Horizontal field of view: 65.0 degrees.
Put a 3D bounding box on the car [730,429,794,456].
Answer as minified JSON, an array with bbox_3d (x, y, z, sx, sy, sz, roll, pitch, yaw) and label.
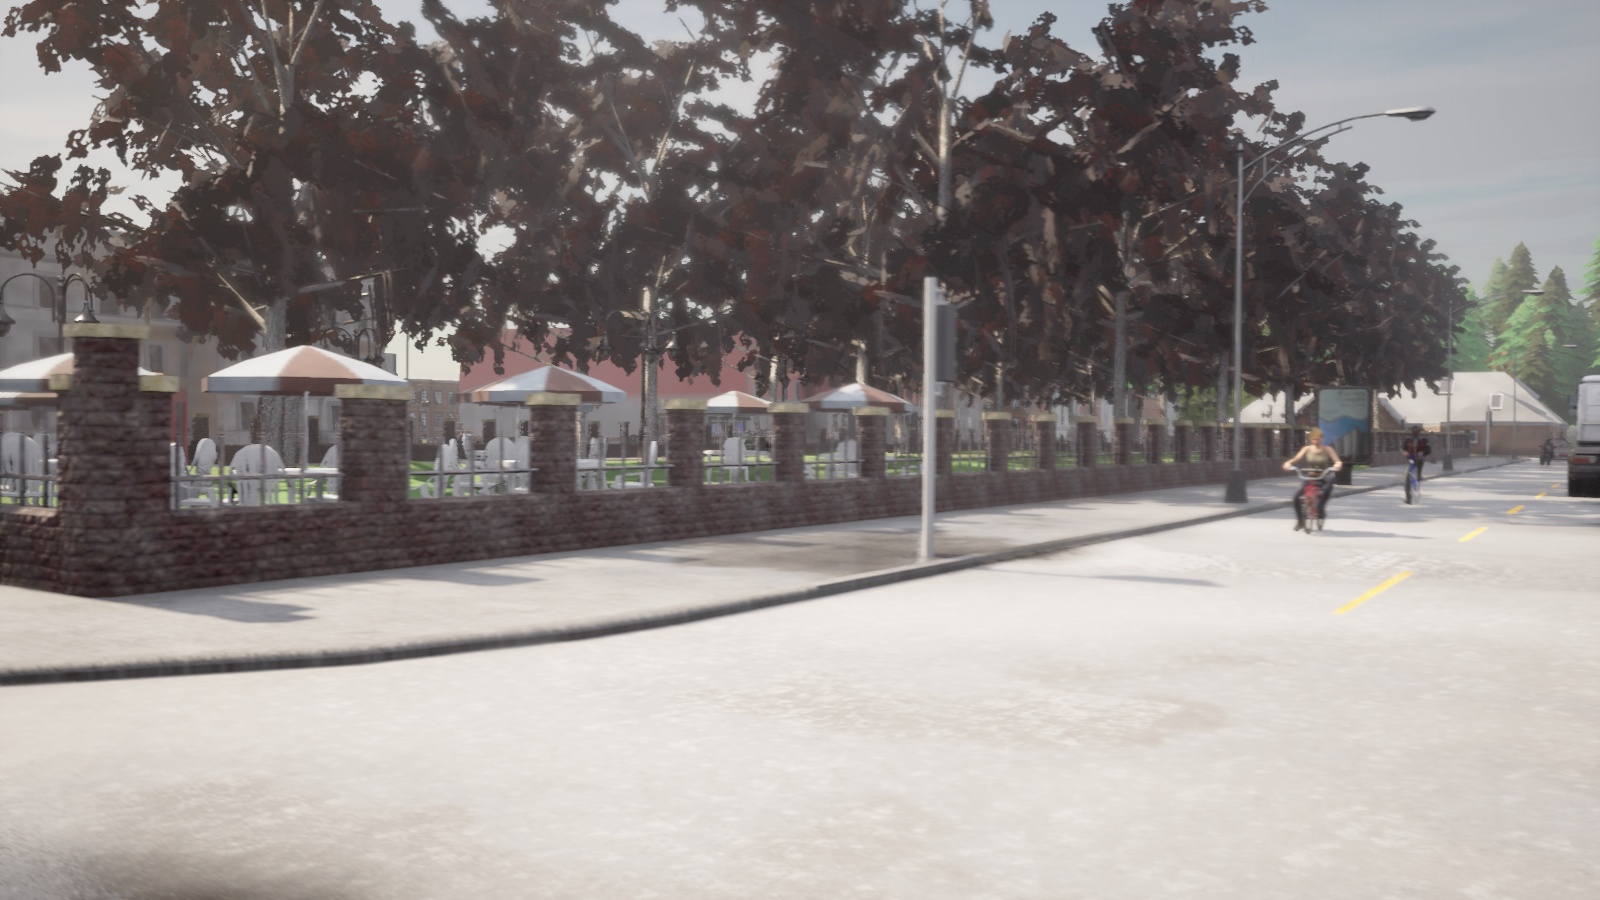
[{"bbox_3d":[-2.555,-0.550,85.224,2.097,1.767,4.553,0,1,34],"label":"car"}]

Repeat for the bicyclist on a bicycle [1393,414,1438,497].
[{"bbox_3d":[13.578,0.101,27.672,0.659,1.776,1.843,0,1,34],"label":"bicyclist on a bicycle"}]

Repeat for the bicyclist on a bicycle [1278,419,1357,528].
[{"bbox_3d":[7.973,0.332,19.320,0.866,1.612,1.509,0,1,33],"label":"bicyclist on a bicycle"}]

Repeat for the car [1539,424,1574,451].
[{"bbox_3d":[47.066,-0.790,78.123,1.789,1.549,3.705,0,2,32],"label":"car"}]

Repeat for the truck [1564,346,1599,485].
[{"bbox_3d":[22.612,-0.920,34.030,2.891,3.462,7.936,0,1,34],"label":"truck"}]

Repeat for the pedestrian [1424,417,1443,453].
[{"bbox_3d":[34.584,-0.808,68.540,0.659,1.952,0.873,0,1,44],"label":"pedestrian"}]
